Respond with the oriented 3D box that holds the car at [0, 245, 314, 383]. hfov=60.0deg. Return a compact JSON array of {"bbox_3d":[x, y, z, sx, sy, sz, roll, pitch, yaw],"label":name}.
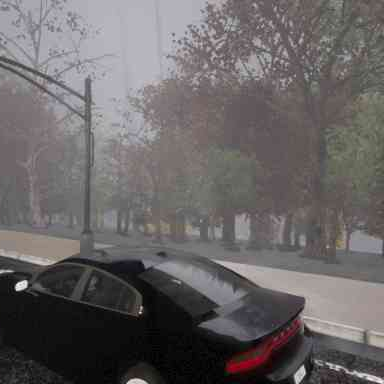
[{"bbox_3d":[-1.021,1.477,4.467,5.008,1.535,1.882,0,0,36],"label":"car"}]
